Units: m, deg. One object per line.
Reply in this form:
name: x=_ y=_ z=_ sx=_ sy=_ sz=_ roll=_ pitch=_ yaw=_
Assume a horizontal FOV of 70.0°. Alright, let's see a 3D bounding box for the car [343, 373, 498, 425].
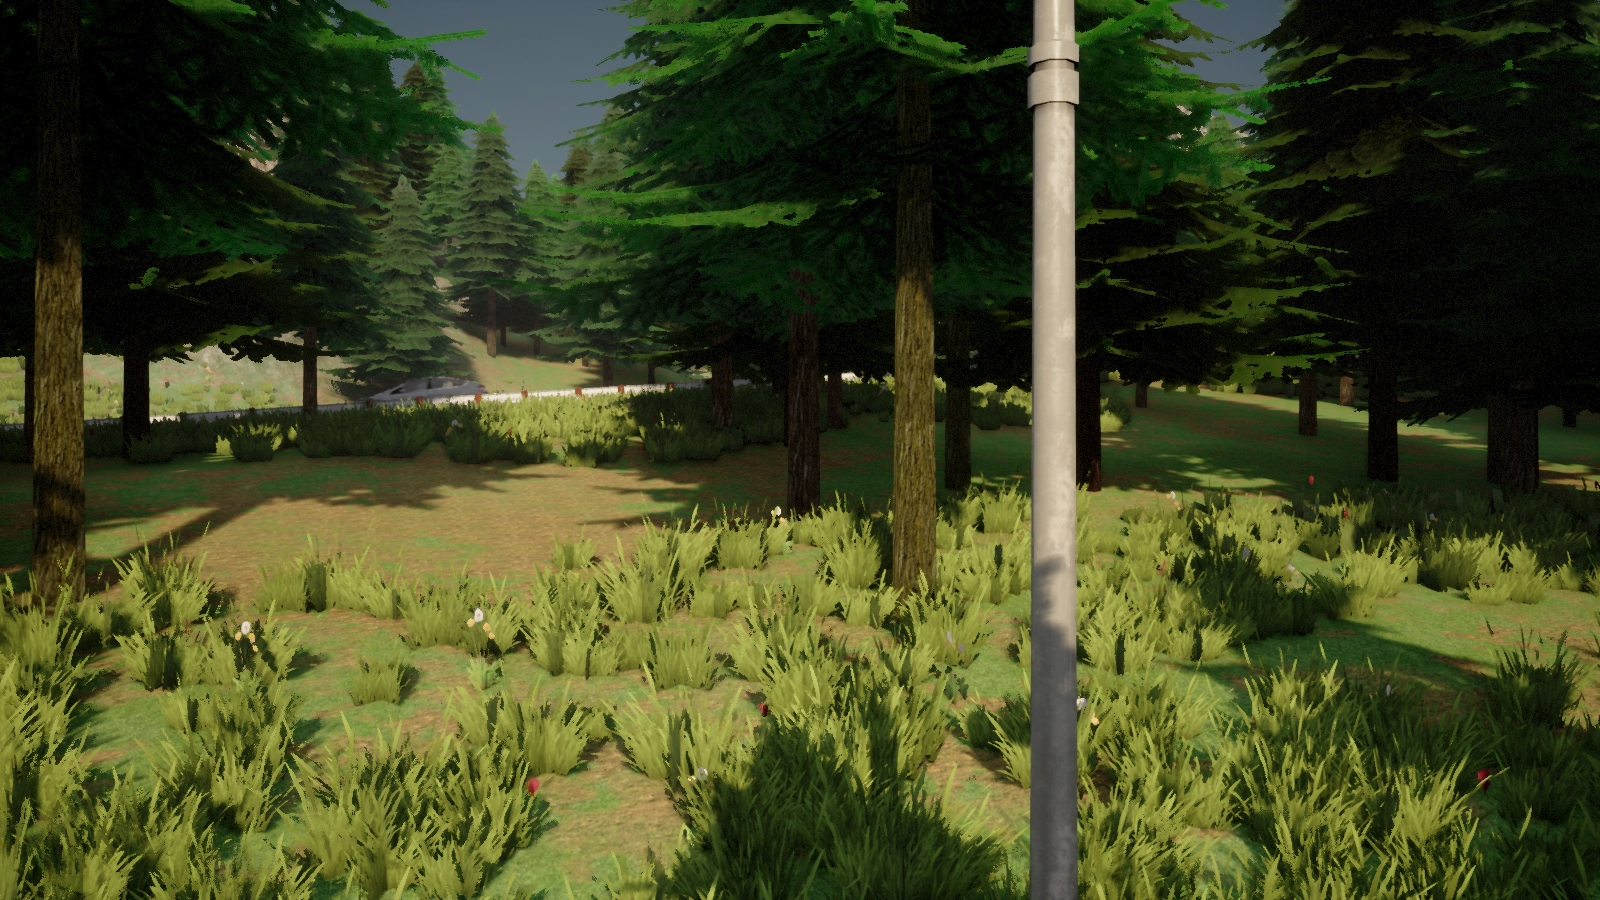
car: x=-13.310 y=-1.788 z=40.077 sx=4.792 sy=1.488 sz=2.163 roll=-5 pitch=2 yaw=-27
